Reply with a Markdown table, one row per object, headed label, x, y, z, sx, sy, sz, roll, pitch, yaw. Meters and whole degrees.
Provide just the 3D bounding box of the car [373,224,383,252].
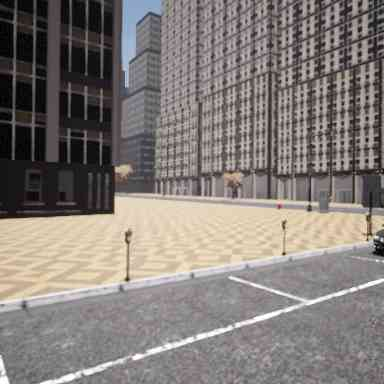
| label | x | y | z | sx | sy | sz | roll | pitch | yaw |
| --- | --- | --- | --- | --- | --- | --- | --- | --- | --- |
| car | 8.719 | 1.608 | 12.909 | 4.403 | 1.369 | 2.008 | 0 | 0 | -35 |
